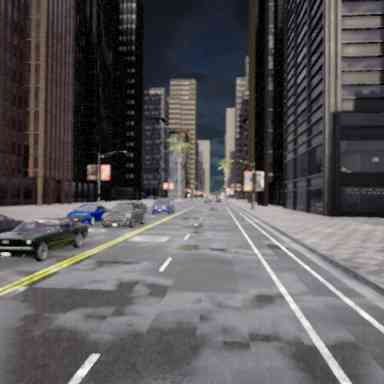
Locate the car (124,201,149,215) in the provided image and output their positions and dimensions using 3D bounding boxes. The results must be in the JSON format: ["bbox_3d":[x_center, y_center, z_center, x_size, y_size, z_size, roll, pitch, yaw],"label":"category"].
[{"bbox_3d":[-6.618,1.922,40.412,1.837,1.490,4.892,1,-1,5],"label":"car"}]

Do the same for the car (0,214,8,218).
[{"bbox_3d":[-8.874,1.602,13.662,2.033,1.411,5.357,1,-1,4],"label":"car"}]

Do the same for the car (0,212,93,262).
[{"bbox_3d":[-5.694,1.676,12.678,1.895,1.301,4.718,1,-1,5],"label":"car"}]

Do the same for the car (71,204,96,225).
[{"bbox_3d":[-7.885,1.668,25.698,1.882,1.535,5.008,1,-1,5],"label":"car"}]

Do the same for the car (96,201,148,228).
[{"bbox_3d":[-4.791,1.550,23.677,2.097,1.767,4.553,1,-1,5],"label":"car"}]

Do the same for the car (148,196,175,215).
[{"bbox_3d":[-3.379,1.716,40.124,2.150,2.045,5.566,1,-1,5],"label":"car"}]
